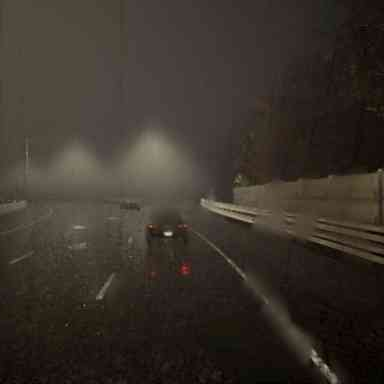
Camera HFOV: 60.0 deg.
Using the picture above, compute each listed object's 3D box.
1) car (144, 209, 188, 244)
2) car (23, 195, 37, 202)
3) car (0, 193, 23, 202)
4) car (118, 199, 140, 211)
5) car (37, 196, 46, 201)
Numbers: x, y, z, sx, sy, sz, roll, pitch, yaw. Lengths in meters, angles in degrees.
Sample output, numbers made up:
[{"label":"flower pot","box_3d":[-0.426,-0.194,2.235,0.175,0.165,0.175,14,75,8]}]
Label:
[{"label":"car","box_3d":[-1.271,1.532,15.798,1.812,1.442,4.674,0,0,-8]},{"label":"car","box_3d":[-41.414,1.645,82.903,4.892,1.490,1.837,0,0,39]},{"label":"car","box_3d":[-43.657,1.373,80.208,5.566,2.045,2.150,0,0,39]},{"label":"car","box_3d":[-7.655,1.576,40.438,2.033,1.411,5.357,0,0,-21]},{"label":"car","box_3d":[-39.606,1.660,85.950,4.674,1.442,1.812,0,0,39]}]
